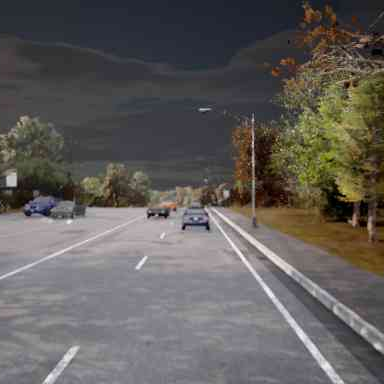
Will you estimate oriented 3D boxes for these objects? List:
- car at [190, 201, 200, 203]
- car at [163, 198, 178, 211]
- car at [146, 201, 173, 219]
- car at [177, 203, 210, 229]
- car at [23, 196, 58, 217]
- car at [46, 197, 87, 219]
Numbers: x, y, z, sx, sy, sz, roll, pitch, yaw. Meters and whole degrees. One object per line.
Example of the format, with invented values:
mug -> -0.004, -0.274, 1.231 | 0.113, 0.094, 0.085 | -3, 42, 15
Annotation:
car -> 0.388, 1.865, 41.589 | 2.033, 1.411, 5.357 | 0, 0, 1
car -> -3.123, 1.692, 45.869 | 2.097, 1.767, 4.553 | 0, 0, 1
car -> -3.215, 1.854, 32.658 | 1.895, 1.301, 4.718 | 0, 0, 1
car -> 0.258, 1.744, 23.131 | 2.033, 1.411, 5.357 | 0, 0, 0
car -> -15.274, 1.471, 34.657 | 2.150, 2.045, 5.566 | 0, -1, 1
car -> -11.779, 1.614, 31.951 | 2.097, 1.767, 4.553 | 0, 0, 0
